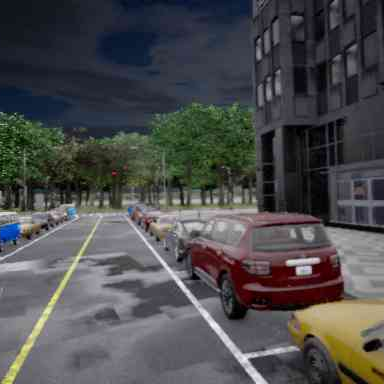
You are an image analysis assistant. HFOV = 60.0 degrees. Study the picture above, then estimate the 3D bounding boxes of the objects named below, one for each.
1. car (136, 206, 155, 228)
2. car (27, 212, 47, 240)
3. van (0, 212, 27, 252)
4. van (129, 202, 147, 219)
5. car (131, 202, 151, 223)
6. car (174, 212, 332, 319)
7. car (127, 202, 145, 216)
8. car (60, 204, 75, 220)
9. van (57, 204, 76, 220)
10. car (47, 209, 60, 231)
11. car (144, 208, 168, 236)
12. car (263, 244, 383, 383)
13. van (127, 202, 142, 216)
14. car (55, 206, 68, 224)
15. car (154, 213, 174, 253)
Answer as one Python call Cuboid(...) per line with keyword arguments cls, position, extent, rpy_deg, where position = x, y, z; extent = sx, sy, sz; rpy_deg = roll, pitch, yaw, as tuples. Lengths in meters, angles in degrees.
Cuboid(cls="car", position=(-2.608, 1.951, 23.445), extent=(1.887, 1.381, 4.507), rpy_deg=(-2, -1, -14))
Cuboid(cls="car", position=(-10.850, 2.189, 21.272), extent=(1.752, 1.417, 4.829), rpy_deg=(-2, -1, -14))
Cuboid(cls="van", position=(-9.619, 1.893, 16.156), extent=(1.690, 1.788, 3.998), rpy_deg=(-2, -1, -14))
Cuboid(cls="van", position=(-6.447, 2.097, 39.300), extent=(1.690, 1.788, 3.998), rpy_deg=(-2, -1, -14))
Cuboid(cls="car", position=(-3.889, 1.962, 28.730), extent=(1.967, 1.590, 4.097), rpy_deg=(-2, -1, -14))
Cuboid(cls="car", position=(1.217, 1.375, 7.595), extent=(2.192, 1.841, 5.009), rpy_deg=(-2, -1, -14))
Cuboid(cls="car", position=(-5.171, 1.954, 34.016), extent=(2.192, 1.841, 5.009), rpy_deg=(-2, -1, -14))
Cuboid(cls="car", position=(-14.725, 2.457, 37.291), extent=(1.967, 1.590, 4.097), rpy_deg=(-2, -1, -14))
Cuboid(cls="van", position=(-16.006, 2.475, 42.576), extent=(1.690, 1.788, 3.998), rpy_deg=(-2, -1, -14))
Cuboid(cls="car", position=(-12.166, 2.349, 26.721), extent=(1.947, 1.339, 4.313), rpy_deg=(-2, -1, -14))
Cuboid(cls="car", position=(-1.371, 1.819, 18.326), extent=(1.752, 1.417, 4.829), rpy_deg=(-2, -1, -14))
Cuboid(cls="car", position=(2.462, 1.474, 2.474), extent=(1.752, 1.417, 4.829), rpy_deg=(-2, -1, -14))
Cuboid(cls="van", position=(-7.725, 2.214, 44.584), extent=(1.690, 1.788, 3.998), rpy_deg=(-2, -1, -14))
Cuboid(cls="car", position=(-13.405, 2.422, 31.841), extent=(1.752, 1.417, 4.829), rpy_deg=(-2, -1, -14))
Cuboid(cls="car", position=(-0.052, 1.726, 12.876), extent=(2.008, 1.369, 4.403), rpy_deg=(-2, -1, -14))
